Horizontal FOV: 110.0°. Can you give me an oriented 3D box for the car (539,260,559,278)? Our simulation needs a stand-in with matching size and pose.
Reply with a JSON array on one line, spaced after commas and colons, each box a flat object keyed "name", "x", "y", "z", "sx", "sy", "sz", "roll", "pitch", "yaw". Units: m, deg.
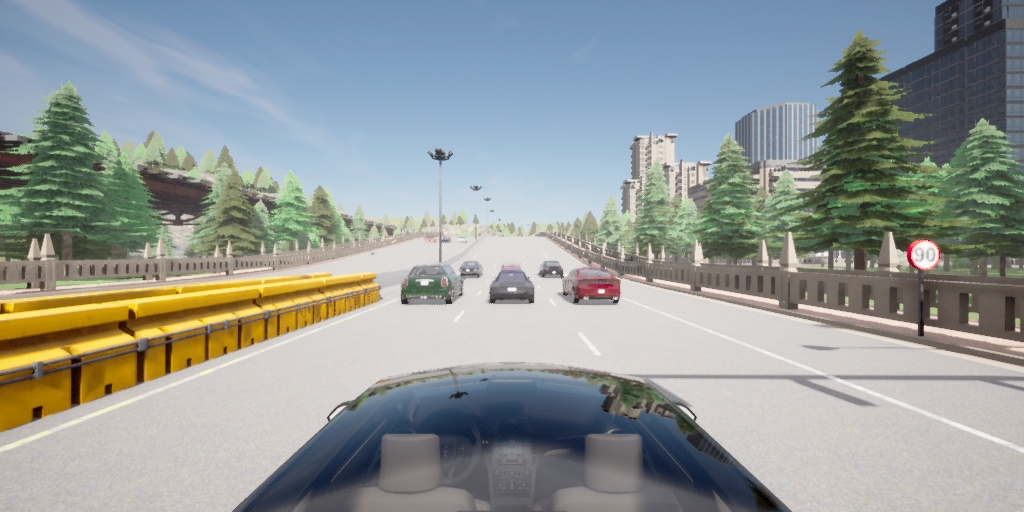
[{"name": "car", "x": 3.424, "y": 1.081, "z": 31.542, "sx": 1.812, "sy": 1.442, "sz": 4.674, "roll": 0, "pitch": 2, "yaw": 0}]

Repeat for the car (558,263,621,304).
[{"name": "car", "x": 3.500, "y": 1.235, "z": 16.506, "sx": 1.882, "sy": 1.535, "sz": 5.008, "roll": 0, "pitch": 0, "yaw": 0}]

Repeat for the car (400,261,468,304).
[{"name": "car", "x": -3.500, "y": 1.116, "z": 16.473, "sx": 2.097, "sy": 1.767, "sz": 4.553, "roll": 0, "pitch": 0, "yaw": 0}]

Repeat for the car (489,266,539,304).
[{"name": "car", "x": 0.000, "y": 1.322, "z": 16.505, "sx": 1.994, "sy": 1.385, "sz": 4.181, "roll": 0, "pitch": 0, "yaw": 0}]

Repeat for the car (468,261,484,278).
[{"name": "car", "x": -3.576, "y": 1.110, "z": 31.504, "sx": 2.033, "sy": 1.411, "sz": 5.357, "roll": 0, "pitch": 2, "yaw": 0}]

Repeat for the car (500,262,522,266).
[{"name": "car", "x": -0.077, "y": 1.162, "z": 31.556, "sx": 1.895, "sy": 1.301, "sz": 4.718, "roll": 0, "pitch": 2, "yaw": 0}]
